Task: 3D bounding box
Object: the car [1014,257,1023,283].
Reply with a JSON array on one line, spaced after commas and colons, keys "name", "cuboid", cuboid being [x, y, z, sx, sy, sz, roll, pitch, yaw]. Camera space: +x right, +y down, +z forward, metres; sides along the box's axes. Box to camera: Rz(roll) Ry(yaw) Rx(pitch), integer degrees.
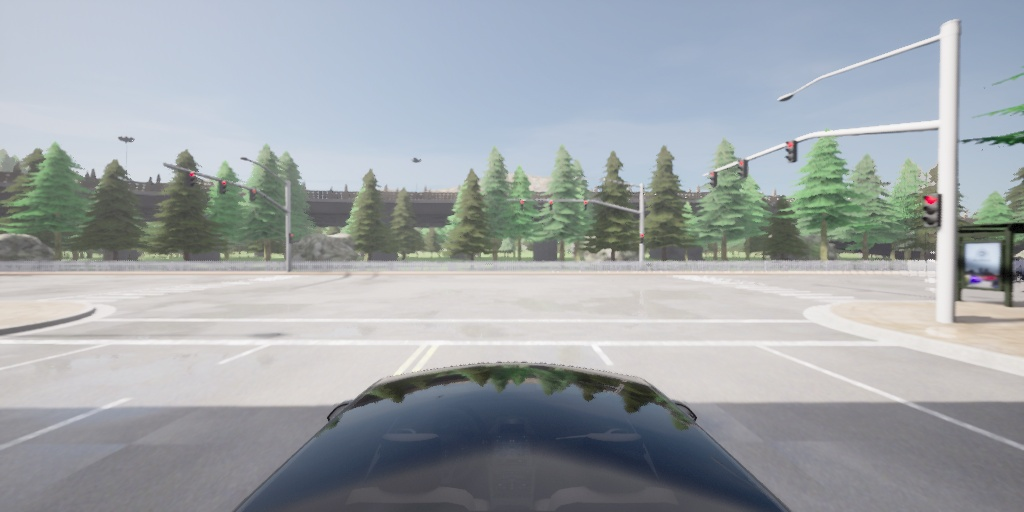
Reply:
[{"name": "car", "cuboid": [32.397, 0.943, 22.745, 5.357, 1.411, 2.033, 0, 1, 1]}]
